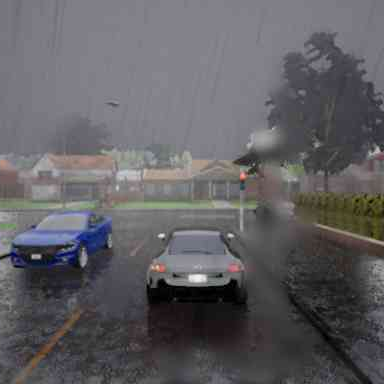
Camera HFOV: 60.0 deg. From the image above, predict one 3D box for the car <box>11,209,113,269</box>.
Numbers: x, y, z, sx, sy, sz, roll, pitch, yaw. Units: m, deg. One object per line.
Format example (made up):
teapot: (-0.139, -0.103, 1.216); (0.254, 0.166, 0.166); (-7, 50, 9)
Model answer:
car: (-3.999, 1.377, 11.044); (1.882, 1.535, 5.008); (0, 0, 0)

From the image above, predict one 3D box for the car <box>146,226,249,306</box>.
car: (0.103, 1.491, 7.943); (1.994, 1.385, 4.181); (0, 0, 0)
